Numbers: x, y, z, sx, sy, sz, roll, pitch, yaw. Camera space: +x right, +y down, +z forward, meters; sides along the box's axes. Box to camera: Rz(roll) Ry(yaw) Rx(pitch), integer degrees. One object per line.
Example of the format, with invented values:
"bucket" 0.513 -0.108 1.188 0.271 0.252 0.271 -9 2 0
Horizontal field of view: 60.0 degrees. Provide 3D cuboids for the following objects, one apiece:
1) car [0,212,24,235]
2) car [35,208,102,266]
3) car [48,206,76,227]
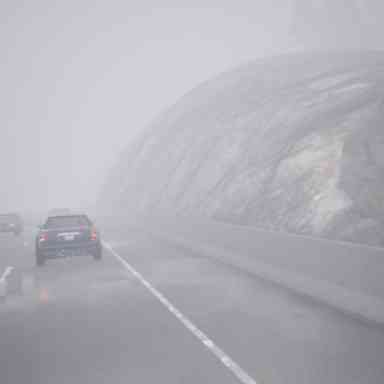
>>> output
"car" -12.281 2.066 21.920 2.033 1.411 5.357 -2 0 -22
"car" -4.812 1.552 12.850 2.097 1.767 4.553 -2 0 -22
"car" -11.169 2.031 28.484 1.994 1.385 4.181 -2 0 -22
